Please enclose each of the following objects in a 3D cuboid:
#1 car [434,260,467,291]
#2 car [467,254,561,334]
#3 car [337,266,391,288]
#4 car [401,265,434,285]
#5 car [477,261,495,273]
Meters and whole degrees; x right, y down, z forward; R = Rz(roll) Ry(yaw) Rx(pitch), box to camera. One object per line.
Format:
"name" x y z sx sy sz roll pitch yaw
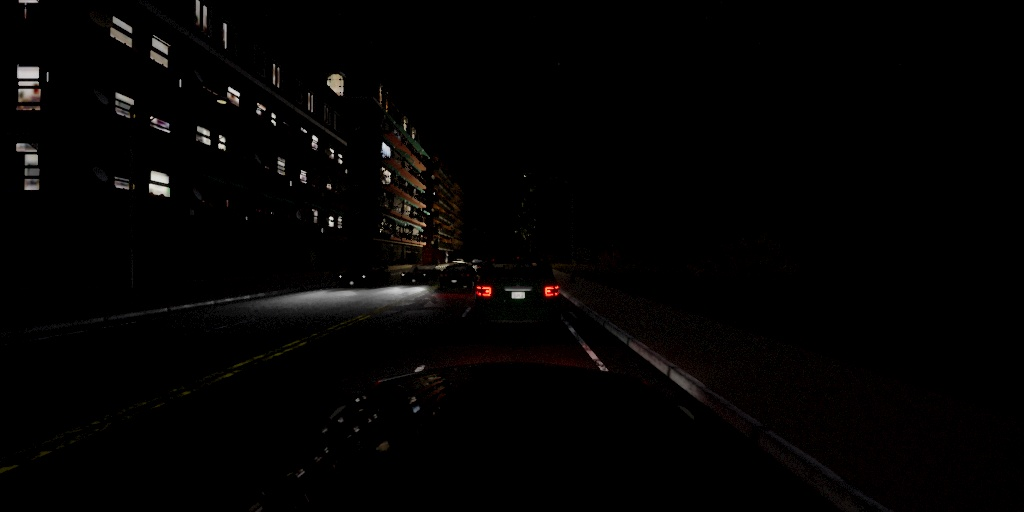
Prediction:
"car" -3.151 1.231 21.966 1.882 1.535 5.008 0 0 0
"car" 0.101 0.973 10.732 2.150 2.045 5.566 0 0 -1
"car" -9.851 1.354 24.239 1.895 1.301 4.718 0 0 0
"car" -6.600 1.354 26.268 1.895 1.301 4.718 0 0 0
"car" -3.150 1.354 44.481 1.895 1.301 4.718 0 0 0
